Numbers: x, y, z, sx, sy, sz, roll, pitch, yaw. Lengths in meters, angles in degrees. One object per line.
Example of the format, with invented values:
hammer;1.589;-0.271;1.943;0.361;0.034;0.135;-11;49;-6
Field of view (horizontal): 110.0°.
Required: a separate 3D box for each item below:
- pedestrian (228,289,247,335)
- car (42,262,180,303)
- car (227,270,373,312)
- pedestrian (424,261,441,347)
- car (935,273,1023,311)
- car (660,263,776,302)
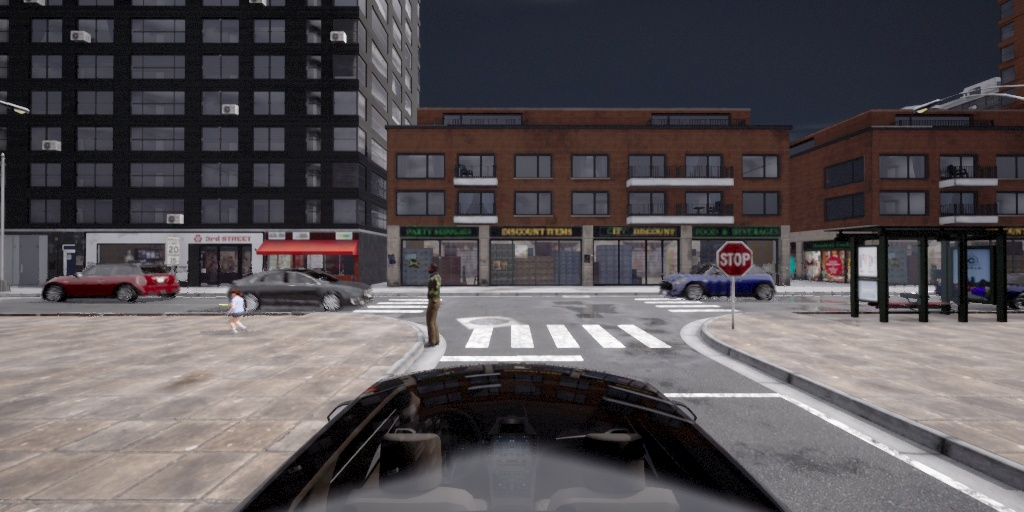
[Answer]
pedestrian;-6.350;1.247;8.356;0.500;1.100;0.500;0;0;0
car;-18.080;1.138;16.278;4.553;1.767;2.097;0;0;0
car;-7.745;1.253;13.359;4.892;1.490;1.837;0;0;0
pedestrian;-1.741;1.044;7.863;0.375;1.860;0.375;0;0;0
car;19.259;1.300;13.452;4.718;1.301;1.895;0;0;0
car;9.232;1.090;16.373;4.553;1.767;2.097;0;0;0
